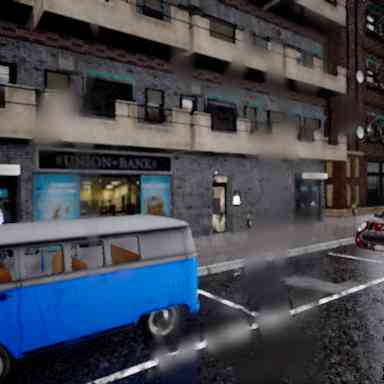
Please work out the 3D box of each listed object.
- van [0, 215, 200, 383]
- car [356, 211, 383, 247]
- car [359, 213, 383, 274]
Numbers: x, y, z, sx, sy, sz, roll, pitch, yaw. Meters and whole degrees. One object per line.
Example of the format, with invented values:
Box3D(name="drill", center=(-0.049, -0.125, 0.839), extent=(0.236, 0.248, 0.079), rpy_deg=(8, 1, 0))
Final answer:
Box3D(name="van", center=(-1.798, 1.307, 4.793), extent=(3.998, 1.788, 1.690), rpy_deg=(-2, 2, -35))
Box3D(name="car", center=(7.288, 1.100, 11.164), extent=(4.097, 1.590, 1.967), rpy_deg=(-2, 2, -35))
Box3D(name="car", center=(6.106, 1.239, 7.338), extent=(4.902, 1.511, 2.128), rpy_deg=(-2, 1, -35))
